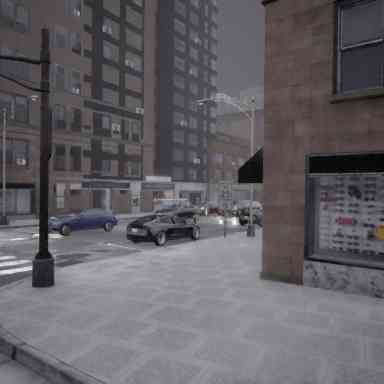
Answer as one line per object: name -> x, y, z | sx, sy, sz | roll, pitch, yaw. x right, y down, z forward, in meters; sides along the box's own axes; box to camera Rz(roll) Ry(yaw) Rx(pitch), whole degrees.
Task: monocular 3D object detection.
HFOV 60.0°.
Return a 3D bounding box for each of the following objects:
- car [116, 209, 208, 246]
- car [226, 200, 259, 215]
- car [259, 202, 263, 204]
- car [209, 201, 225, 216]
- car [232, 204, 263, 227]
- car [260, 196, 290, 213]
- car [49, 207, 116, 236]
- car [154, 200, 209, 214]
car -> -1.323, 1.764, 16.449 | 1.947, 1.339, 4.313 | 0, 0, 36
car -> 4.786, 1.613, 35.036 | 2.097, 1.767, 4.553 | 1, 0, 36
car -> 7.770, 1.823, 43.578 | 1.752, 1.417, 4.829 | 0, 0, 36
car -> 1.431, 1.645, 34.807 | 1.967, 1.590, 4.097 | 0, 0, 36
car -> 5.118, 1.850, 25.358 | 1.947, 1.339, 4.313 | 0, 0, 36
car -> 10.918, 1.573, 43.481 | 2.150, 2.045, 5.566 | 1, 0, 33
car -> -6.458, 1.634, 19.499 | 1.812, 1.442, 4.674 | 1, 0, 38
car -> -1.085, 1.671, 26.933 | 2.128, 1.511, 4.902 | 1, 0, 36
